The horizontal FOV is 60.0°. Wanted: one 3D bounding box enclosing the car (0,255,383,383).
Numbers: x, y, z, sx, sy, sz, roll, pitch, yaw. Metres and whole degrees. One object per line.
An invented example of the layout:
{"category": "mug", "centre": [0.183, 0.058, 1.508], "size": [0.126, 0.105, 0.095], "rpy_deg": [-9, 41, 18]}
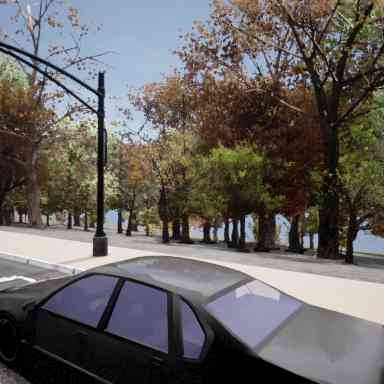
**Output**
{"category": "car", "centre": [-0.528, 1.547, 4.055], "size": [5.357, 1.411, 2.033], "rpy_deg": [0, 0, 35]}
